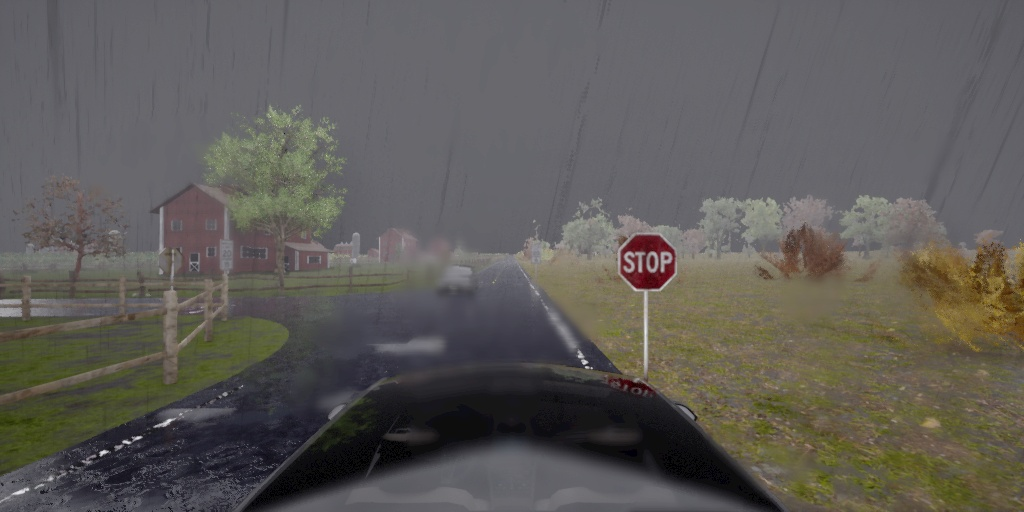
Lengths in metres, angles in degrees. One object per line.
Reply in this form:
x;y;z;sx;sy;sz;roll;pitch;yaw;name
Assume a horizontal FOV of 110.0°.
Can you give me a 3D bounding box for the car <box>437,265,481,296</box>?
-2.758;1.279;19.336;1.837;1.490;4.892;0;0;0;car
